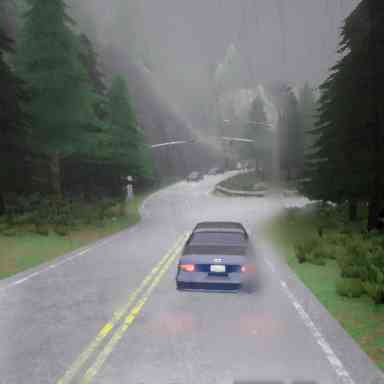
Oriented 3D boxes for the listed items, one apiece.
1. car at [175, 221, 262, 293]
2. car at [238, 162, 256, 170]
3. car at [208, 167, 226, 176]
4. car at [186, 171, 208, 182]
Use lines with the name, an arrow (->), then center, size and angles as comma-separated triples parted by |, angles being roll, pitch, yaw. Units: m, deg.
car -> 0.726, 1.497, 8.876 | 2.033, 1.411, 5.357 | 0, 0, 5
car -> 11.874, -5.480, 71.019 | 4.892, 1.490, 1.837 | -9, 9, -36
car -> 4.635, -4.049, 63.644 | 2.128, 1.511, 4.902 | 4, 10, 36
car -> 0.564, -2.568, 55.101 | 1.837, 1.490, 4.892 | 2, 10, 19
